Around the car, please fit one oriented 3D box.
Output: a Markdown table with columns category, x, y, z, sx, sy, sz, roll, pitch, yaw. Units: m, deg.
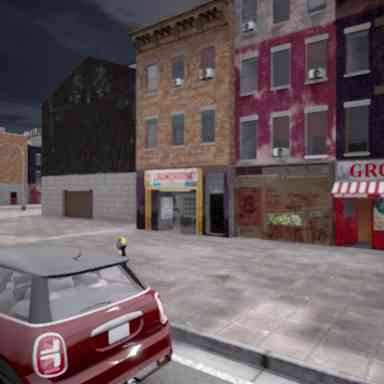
| category | x | y | z | sx | sy | sz | roll | pitch | yaw |
| --- | --- | --- | --- | --- | --- | --- | --- | --- | --- |
| car | -2.307 | 1.431 | 4.457 | 4.097 | 1.590 | 1.967 | 0 | 0 | 36 |
